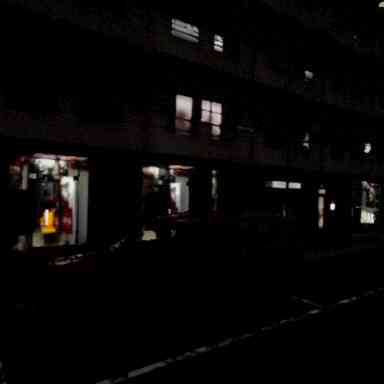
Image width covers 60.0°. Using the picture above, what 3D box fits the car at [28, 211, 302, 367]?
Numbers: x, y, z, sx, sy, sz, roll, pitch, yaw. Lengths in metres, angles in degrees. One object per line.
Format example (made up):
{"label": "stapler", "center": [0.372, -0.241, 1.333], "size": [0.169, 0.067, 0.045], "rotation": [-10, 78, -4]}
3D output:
{"label": "car", "center": [-0.110, 1.327, 5.993], "size": [5.009, 1.841, 2.192], "rotation": [0, 1, -35]}
